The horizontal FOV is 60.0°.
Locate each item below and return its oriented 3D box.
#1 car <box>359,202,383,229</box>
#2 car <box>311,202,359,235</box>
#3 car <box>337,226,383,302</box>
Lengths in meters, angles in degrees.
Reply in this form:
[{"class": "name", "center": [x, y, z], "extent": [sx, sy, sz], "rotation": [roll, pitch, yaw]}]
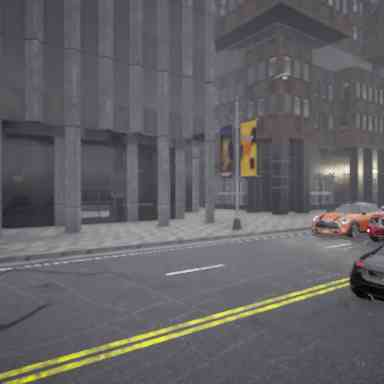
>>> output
[{"class": "car", "center": [10.118, 1.221, 14.893], "extent": [5.566, 2.045, 2.150], "rotation": [0, 0, -35]}, {"class": "car", "center": [8.399, 1.351, 17.660], "extent": [4.553, 1.767, 2.097], "rotation": [0, 0, -35]}, {"class": "car", "center": [5.291, 1.566, 7.215], "extent": [4.181, 1.385, 1.994], "rotation": [0, 0, -35]}]
